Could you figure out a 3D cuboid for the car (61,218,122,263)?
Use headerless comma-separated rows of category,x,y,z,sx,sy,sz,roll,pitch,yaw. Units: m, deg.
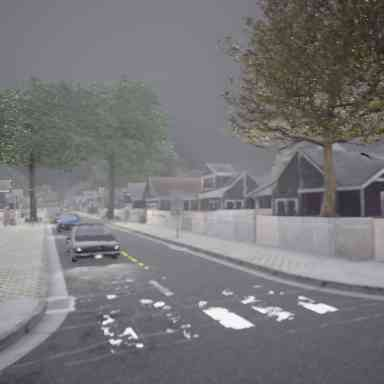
car,-4.546,2.121,14.877,2.033,1.411,5.357,0,-2,-24

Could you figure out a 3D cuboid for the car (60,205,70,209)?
car,-31.403,4.798,83.312,2.128,1.511,4.902,0,-2,-24

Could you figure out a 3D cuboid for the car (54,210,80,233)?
car,-10.409,2.579,28.269,1.882,1.535,5.008,0,-2,-23
